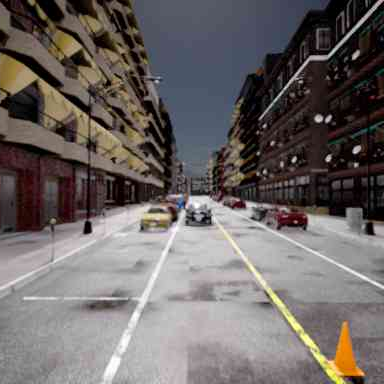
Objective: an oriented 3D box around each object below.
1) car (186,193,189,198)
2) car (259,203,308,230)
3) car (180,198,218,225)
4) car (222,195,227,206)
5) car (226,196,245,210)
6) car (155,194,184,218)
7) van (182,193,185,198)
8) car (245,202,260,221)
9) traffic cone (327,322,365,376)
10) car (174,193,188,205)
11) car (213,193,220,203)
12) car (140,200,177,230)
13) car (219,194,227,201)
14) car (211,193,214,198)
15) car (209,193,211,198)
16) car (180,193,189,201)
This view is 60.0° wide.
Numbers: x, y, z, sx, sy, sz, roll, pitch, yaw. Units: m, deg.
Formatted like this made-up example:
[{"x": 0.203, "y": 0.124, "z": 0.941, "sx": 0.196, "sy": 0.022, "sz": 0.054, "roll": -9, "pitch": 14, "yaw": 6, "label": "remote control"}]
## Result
[{"x": -1.968, "y": 1.225, "z": 53.951, "sx": 2.192, "sy": 1.841, "sz": 5.009, "roll": 2, "pitch": 0, "yaw": 0, "label": "car"}, {"x": 5.768, "y": 1.522, "z": 20.673, "sx": 1.887, "sy": 1.381, "sz": 4.507, "roll": 2, "pitch": 0, "yaw": 0, "label": "car"}, {"x": 0.446, "y": 1.440, "z": 23.600, "sx": 2.128, "sy": 1.511, "sz": 4.902, "roll": 0, "pitch": 0, "yaw": 0, "label": "car"}, {"x": 5.882, "y": 1.489, "z": 48.326, "sx": 1.887, "sy": 1.381, "sz": 4.507, "roll": 2, "pitch": 0, "yaw": 0, "label": "car"}, {"x": 5.860, "y": 1.492, "z": 42.796, "sx": 1.887, "sy": 1.381, "sz": 4.507, "roll": 2, "pitch": 0, "yaw": 0, "label": "car"}, {"x": -2.081, "y": 1.248, "z": 26.299, "sx": 2.192, "sy": 1.841, "sz": 5.009, "roll": 2, "pitch": 0, "yaw": 0, "label": "car"}, {"x": -2.037, "y": 1.258, "z": 37.358, "sx": 1.690, "sy": 1.788, "sz": 3.998, "roll": 2, "pitch": 0, "yaw": 0, "label": "van"}, {"x": 5.791, "y": 1.518, "z": 26.204, "sx": 2.008, "sy": 1.369, "sz": 4.403, "roll": 2, "pitch": 0, "yaw": 0, "label": "car"}, {"x": 1.946, "y": 1.951, "z": 4.231, "sx": 0.340, "sy": 0.580, "sz": 0.340, "roll": 0, "pitch": 0, "yaw": 0, "label": "traffic cone"}, {"x": -1.945, "y": 1.224, "z": 59.480, "sx": 2.192, "sy": 1.841, "sz": 5.009, "roll": 2, "pitch": 0, "yaw": 0, "label": "car"}, {"x": 5.923, "y": 1.259, "z": 64.920, "sx": 2.192, "sy": 1.841, "sz": 5.009, "roll": 2, "pitch": 0, "yaw": 0, "label": "car"}, {"x": -2.111, "y": 1.469, "z": 20.598, "sx": 1.752, "sy": 1.417, "sz": 4.829, "roll": 2, "pitch": 0, "yaw": 0, "label": "car"}, {"x": 5.916, "y": 1.384, "z": 53.858, "sx": 1.967, "sy": 1.590, "sz": 4.097, "roll": 2, "pitch": 0, "yaw": 0, "label": "car"}, {"x": 5.964, "y": 1.392, "z": 75.983, "sx": 1.967, "sy": 1.590, "sz": 4.097, "roll": 1, "pitch": 0, "yaw": 0, "label": "car"}, {"x": 6.006, "y": 1.549, "z": 87.045, "sx": 1.802, "sy": 1.307, "sz": 4.206, "roll": 1, "pitch": 0, "yaw": 0, "label": "car"}, {"x": -1.833, "y": 1.248, "z": 87.133, "sx": 2.192, "sy": 1.841, "sz": 5.009, "roll": 2, "pitch": 0, "yaw": 0, "label": "car"}]
